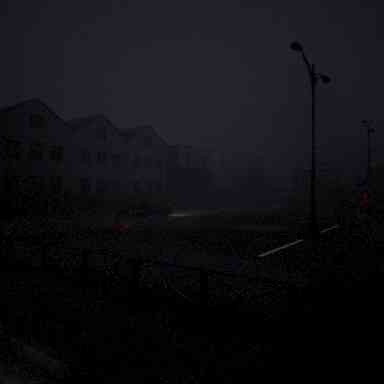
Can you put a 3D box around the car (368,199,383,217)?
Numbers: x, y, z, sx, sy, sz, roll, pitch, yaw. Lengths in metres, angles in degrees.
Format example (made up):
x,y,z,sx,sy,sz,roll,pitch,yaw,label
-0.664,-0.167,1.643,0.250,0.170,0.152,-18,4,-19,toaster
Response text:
x,y,z,sx,sy,sz,roll,pitch,yaw,label
15.494,1.298,26.768,2.007,1.523,4.514,0,0,35,car

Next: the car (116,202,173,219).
x,y,z,sx,sy,sz,roll,pitch,yaw,label
-3.623,1.409,26.301,1.895,1.301,4.718,0,0,35,car
